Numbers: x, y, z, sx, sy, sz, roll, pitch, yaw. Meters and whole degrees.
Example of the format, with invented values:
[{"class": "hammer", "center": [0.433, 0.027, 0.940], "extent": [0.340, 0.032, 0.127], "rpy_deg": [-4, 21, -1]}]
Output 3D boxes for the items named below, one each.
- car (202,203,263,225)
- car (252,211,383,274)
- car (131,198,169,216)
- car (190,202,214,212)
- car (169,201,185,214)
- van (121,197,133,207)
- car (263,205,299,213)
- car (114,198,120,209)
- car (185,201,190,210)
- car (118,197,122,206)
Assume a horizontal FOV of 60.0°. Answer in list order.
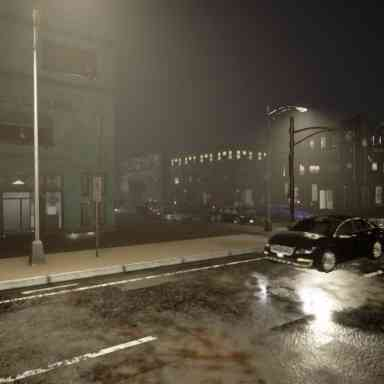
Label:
[{"class": "car", "center": [3.133, 1.814, 26.322], "extent": [1.947, 1.339, 4.313], "rpy_deg": [-2, 0, -35]}, {"class": "car", "center": [4.404, 1.503, 10.724], "extent": [4.892, 1.490, 1.837], "rpy_deg": [0, 1, -37]}, {"class": "car", "center": [-4.819, 1.845, 37.697], "extent": [1.967, 1.590, 4.097], "rpy_deg": [-1, 0, -35]}, {"class": "car", "center": [2.010, 1.903, 42.559], "extent": [1.802, 1.307, 4.206], "rpy_deg": [-2, 0, -35]}, {"class": "car", "center": [-3.551, 1.943, 40.405], "extent": [2.033, 1.411, 5.357], "rpy_deg": [-1, 0, -35]}, {"class": "van", "center": [-10.835, 1.906, 60.596], "extent": [1.690, 1.788, 3.998], "rpy_deg": [-1, 0, -35]}, {"class": "car", "center": [7.061, 1.712, 25.614], "extent": [1.812, 1.442, 4.674], "rpy_deg": [-1, 0, -37]}, {"class": "car", "center": [-14.142, 2.167, 55.449], "extent": [1.994, 1.385, 4.181], "rpy_deg": [-1, 0, -35]}, {"class": "car", "center": [-1.199, 1.965, 47.068], "extent": [1.802, 1.307, 4.206], "rpy_deg": [-2, 0, -35]}, {"class": "car", "center": [-14.046, 1.939, 65.105], "extent": [2.192, 1.841, 5.009], "rpy_deg": [-1, 0, -35]}]
